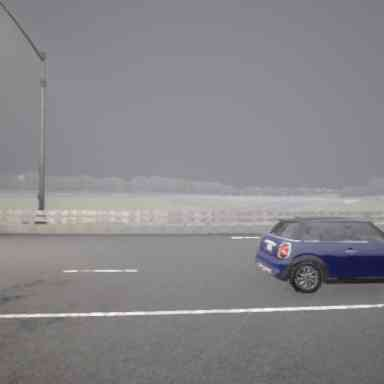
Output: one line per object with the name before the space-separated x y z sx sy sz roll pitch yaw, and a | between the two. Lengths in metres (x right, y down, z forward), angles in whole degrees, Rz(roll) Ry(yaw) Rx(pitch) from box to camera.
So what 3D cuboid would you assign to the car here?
car | 4.048 1.438 8.707 4.553 1.767 2.097 1 0 -8
